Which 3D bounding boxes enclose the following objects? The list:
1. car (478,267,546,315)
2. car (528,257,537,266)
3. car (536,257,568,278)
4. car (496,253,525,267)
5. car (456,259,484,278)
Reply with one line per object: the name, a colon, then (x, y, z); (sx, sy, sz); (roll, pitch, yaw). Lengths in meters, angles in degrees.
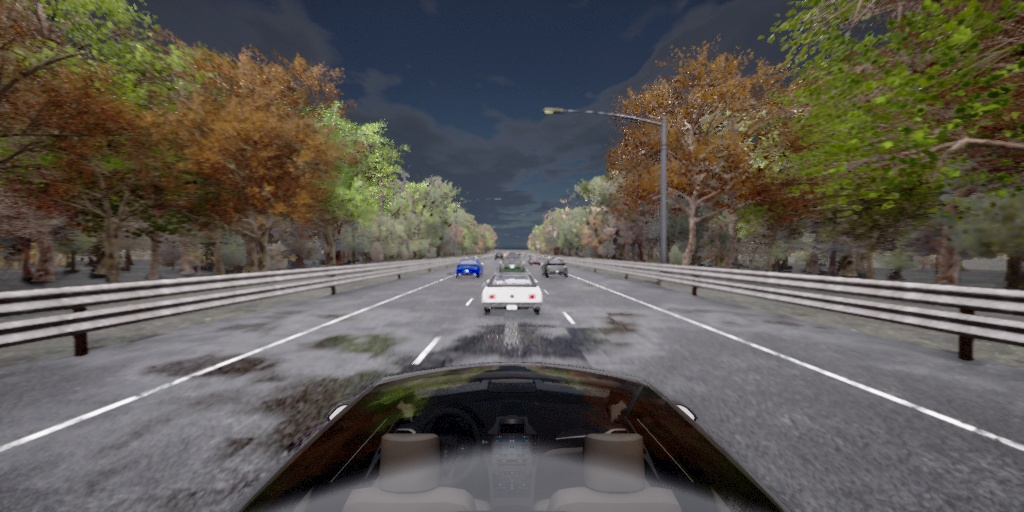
car: (0.003, 1.254, 13.121); (1.895, 1.301, 4.718); (0, 0, 0)
car: (3.535, 0.793, 57.277); (2.033, 1.411, 5.357); (0, 1, 0)
car: (3.516, 0.990, 30.223); (2.128, 1.511, 4.902); (0, 1, 0)
car: (0.017, 0.856, 30.117); (2.097, 1.767, 4.553); (0, 1, 0)
car: (-3.484, 0.985, 30.241); (1.882, 1.535, 5.008); (0, 1, 0)
